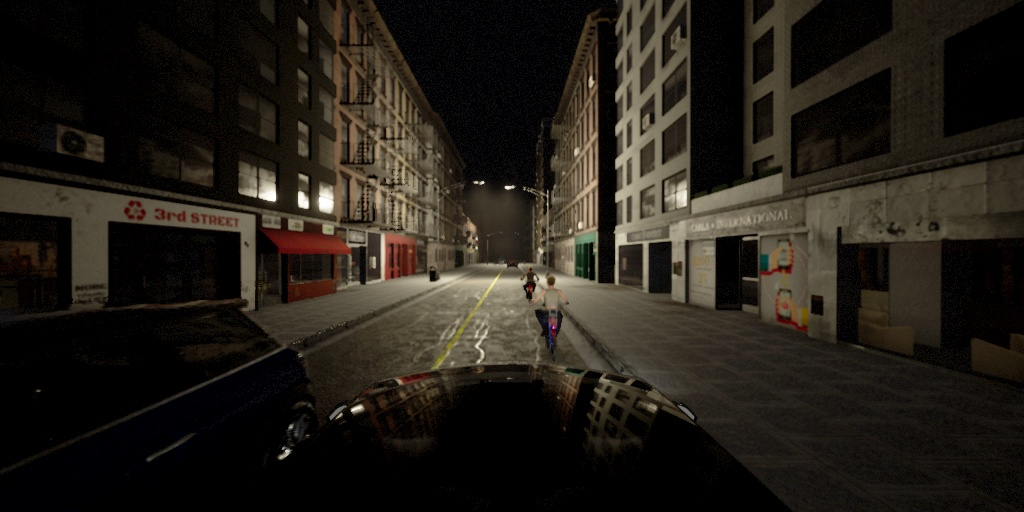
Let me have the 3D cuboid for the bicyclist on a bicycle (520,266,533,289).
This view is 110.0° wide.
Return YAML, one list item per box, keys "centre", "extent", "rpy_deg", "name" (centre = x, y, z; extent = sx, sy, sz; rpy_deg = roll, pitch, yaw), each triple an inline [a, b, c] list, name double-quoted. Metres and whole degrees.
- centre: [0.756, 1.206, 14.970]
  extent: [0.866, 1.612, 1.509]
  rpy_deg: [0, -1, 0]
  name: "bicyclist on a bicycle"

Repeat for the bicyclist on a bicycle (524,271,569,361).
- centre: [0.779, 1.194, 7.304]
  extent: [0.866, 1.612, 1.509]
  rpy_deg: [0, -1, -1]
  name: "bicyclist on a bicycle"

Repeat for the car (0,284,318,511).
- centre: [-2.851, 1.101, 1.418]
  extent: [2.097, 1.767, 4.553]
  rpy_deg: [0, 0, 0]
  name: "car"

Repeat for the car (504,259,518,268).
- centre: [0.071, 1.474, 62.929]
  extent: [1.895, 1.301, 4.718]
  rpy_deg: [0, 0, 0]
  name: "car"
